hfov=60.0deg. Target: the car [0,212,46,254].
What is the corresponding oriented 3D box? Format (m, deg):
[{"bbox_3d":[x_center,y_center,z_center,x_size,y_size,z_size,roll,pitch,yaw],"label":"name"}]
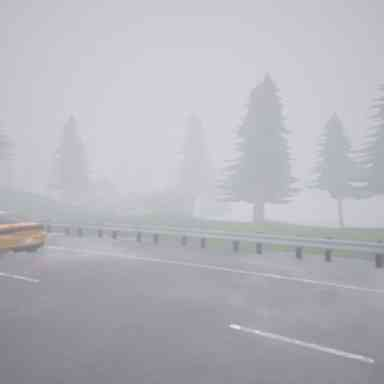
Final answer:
[{"bbox_3d":[-7.550,1.433,12.051,5.008,1.535,1.882,0,0,27],"label":"car"}]
